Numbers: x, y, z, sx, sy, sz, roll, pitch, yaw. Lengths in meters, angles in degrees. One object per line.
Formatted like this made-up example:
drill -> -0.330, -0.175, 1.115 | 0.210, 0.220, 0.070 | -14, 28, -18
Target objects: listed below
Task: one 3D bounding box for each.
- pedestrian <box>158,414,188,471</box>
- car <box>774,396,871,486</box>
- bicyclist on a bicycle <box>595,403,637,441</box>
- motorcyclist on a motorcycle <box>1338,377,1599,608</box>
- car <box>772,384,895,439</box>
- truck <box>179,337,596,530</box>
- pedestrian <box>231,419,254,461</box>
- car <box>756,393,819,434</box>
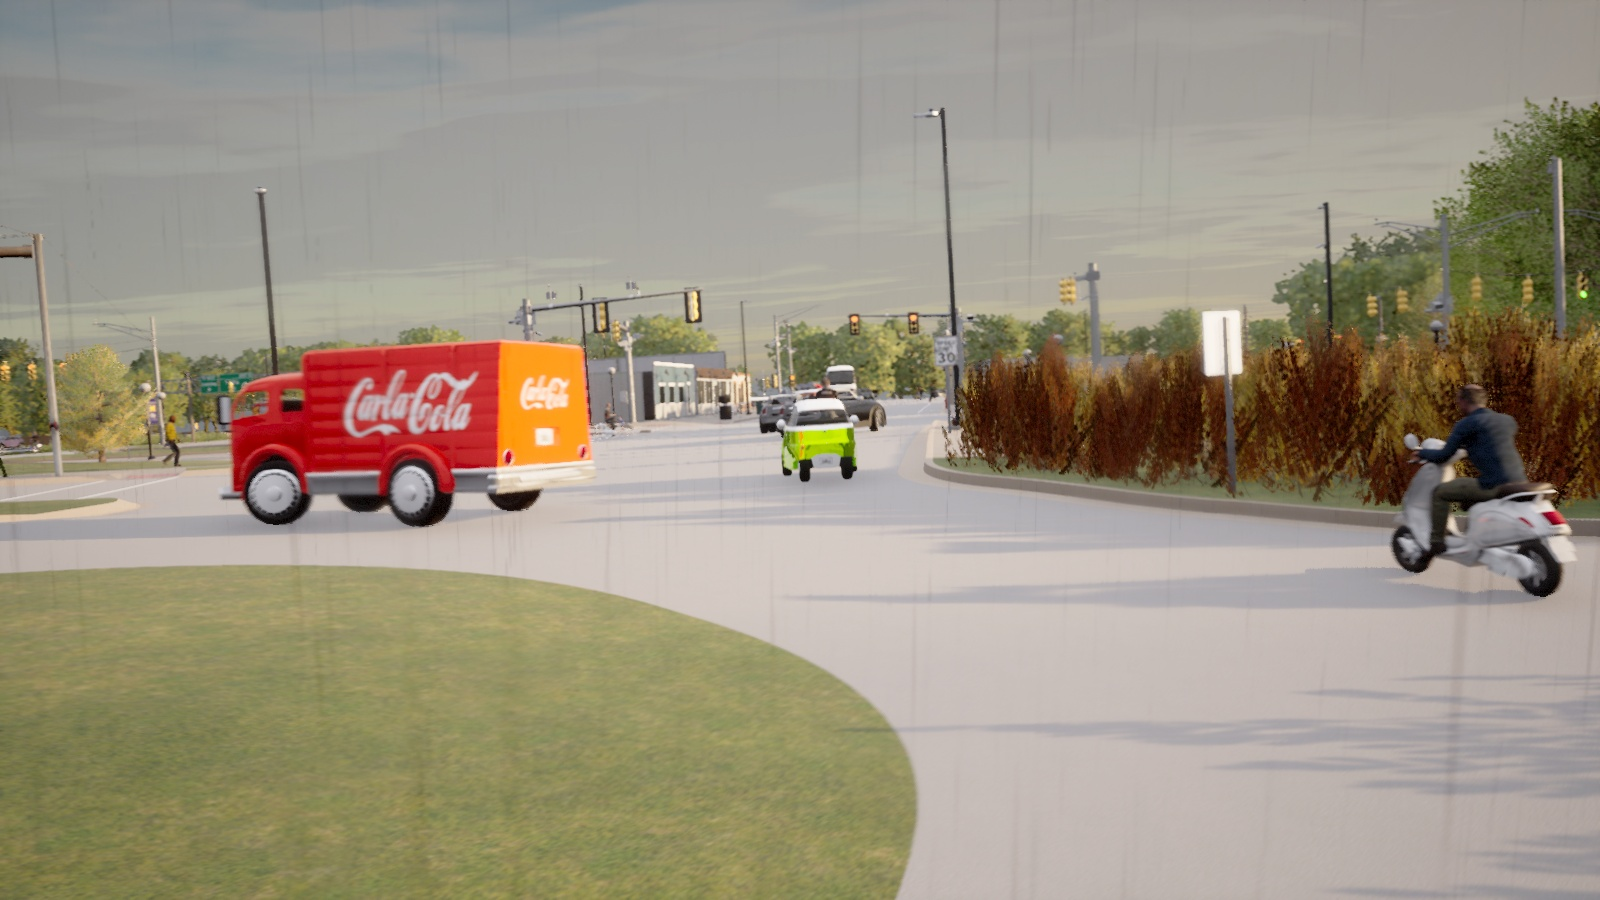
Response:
pedestrian -> -20.974, -0.250, 42.011 | 0.726, 1.835, 0.370 | -5, 3, -17
car -> 0.359, -0.202, 22.118 | 1.481, 1.376, 2.207 | -4, 4, -3
bicyclist on a bicycle -> -9.028, -1.373, 61.526 | 1.843, 1.776, 0.659 | -3, 2, 2
motorcyclist on a motorcycle -> 5.235, 0.267, 9.879 | 0.866, 1.590, 1.817 | -5, 3, -13
car -> 1.112, -1.247, 39.945 | 1.970, 1.475, 3.806 | -2, 3, 37
truck -> -5.977, -0.193, 18.316 | 5.204, 2.467, 2.627 | -2, 1, 22
pedestrian -> -25.109, -0.432, 56.581 | 0.706, 1.836, 0.354 | -3, 3, 2
car -> -0.450, -1.448, 49.593 | 1.970, 1.475, 3.806 | -3, 1, 7
